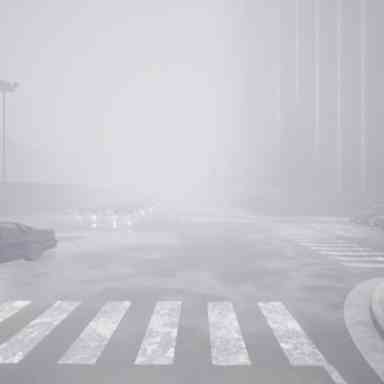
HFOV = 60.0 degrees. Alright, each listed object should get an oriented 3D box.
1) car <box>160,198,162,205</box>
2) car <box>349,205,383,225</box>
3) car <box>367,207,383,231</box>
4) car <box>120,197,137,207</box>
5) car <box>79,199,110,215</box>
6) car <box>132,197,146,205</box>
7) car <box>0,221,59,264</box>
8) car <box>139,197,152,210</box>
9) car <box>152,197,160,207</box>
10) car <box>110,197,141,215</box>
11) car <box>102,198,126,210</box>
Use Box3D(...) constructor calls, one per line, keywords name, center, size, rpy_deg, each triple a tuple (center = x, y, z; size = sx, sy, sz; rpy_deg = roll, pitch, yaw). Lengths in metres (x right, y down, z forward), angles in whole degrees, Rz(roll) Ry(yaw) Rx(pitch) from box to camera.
Box3D(name="car", center=(-6.757, 1.664, 63.437), size=(1.994, 1.385, 4.181), rpy_deg=(0, 0, 0))
Box3D(name="car", center=(13.349, 1.596, 22.687), size=(4.892, 1.490, 1.837), rpy_deg=(0, 0, 0))
Box3D(name="car", center=(13.079, 1.687, 19.186), size=(4.718, 1.301, 1.895), rpy_deg=(0, 0, 0))
Box3D(name="car", center=(-10.339, 1.564, 54.654), size=(1.882, 1.535, 5.008), rpy_deg=(0, 0, 1))
Box3D(name="car", center=(-10.460, 1.582, 35.221), size=(1.812, 1.442, 4.674), rpy_deg=(0, 0, 0))
Box3D(name="car", center=(-10.252, 1.628, 64.700), size=(1.812, 1.442, 4.674), rpy_deg=(0, 0, 0))
Box3D(name="car", center=(-6.306, 1.565, 9.730), size=(2.033, 1.411, 5.357), rpy_deg=(0, 0, 17))
Box3D(name="car", center=(-6.920, 1.596, 44.190), size=(1.812, 1.442, 4.674), rpy_deg=(0, 0, 0))
Box3D(name="car", center=(-6.855, 1.577, 53.718), size=(2.128, 1.511, 4.902), rpy_deg=(0, 0, 1))
Box3D(name="car", center=(-6.961, 1.582, 35.210), size=(1.812, 1.442, 4.674), rpy_deg=(0, 0, 0))
Box3D(name="car", center=(-10.422, 1.618, 44.801), size=(2.033, 1.411, 5.357), rpy_deg=(0, 0, 0))
